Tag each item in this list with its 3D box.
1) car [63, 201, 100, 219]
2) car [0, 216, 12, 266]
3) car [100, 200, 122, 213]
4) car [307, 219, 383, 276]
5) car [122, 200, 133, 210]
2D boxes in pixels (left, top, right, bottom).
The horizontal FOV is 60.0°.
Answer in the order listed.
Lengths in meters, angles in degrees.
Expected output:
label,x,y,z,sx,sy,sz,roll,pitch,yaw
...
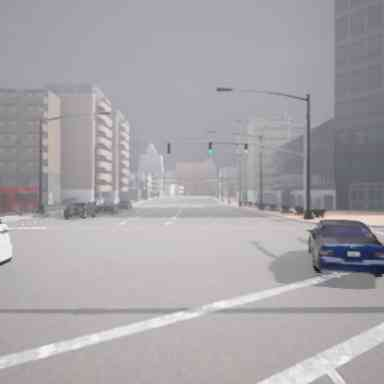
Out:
label,x,y,z,sx,sy,sz,roll,pitch,yaw
car,-10.562,1.688,31.611,1.837,1.490,4.892,0,-1,0
car,-7.354,1.253,7.740,5.566,2.045,2.150,0,-2,-16
car,-10.556,1.886,41.610,1.994,1.385,4.181,0,-1,0
car,4.770,1.589,10.620,2.033,1.411,5.357,0,0,18
car,-10.508,1.966,51.697,1.882,1.535,5.008,0,-1,0
